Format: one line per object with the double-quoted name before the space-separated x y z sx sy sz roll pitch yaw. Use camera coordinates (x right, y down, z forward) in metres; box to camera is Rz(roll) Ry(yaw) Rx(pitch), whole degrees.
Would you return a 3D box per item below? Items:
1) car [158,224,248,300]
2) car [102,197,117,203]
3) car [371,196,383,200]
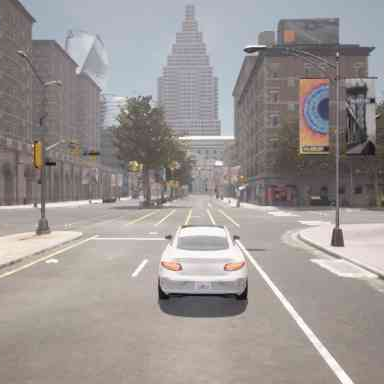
"car" 0.261 1.526 8.285 1.812 1.442 4.674 0 0 2
"car" -16.742 1.595 67.350 1.895 1.301 4.718 0 0 1
"car" 35.971 1.481 67.558 2.231 1.521 4.892 0 0 1
